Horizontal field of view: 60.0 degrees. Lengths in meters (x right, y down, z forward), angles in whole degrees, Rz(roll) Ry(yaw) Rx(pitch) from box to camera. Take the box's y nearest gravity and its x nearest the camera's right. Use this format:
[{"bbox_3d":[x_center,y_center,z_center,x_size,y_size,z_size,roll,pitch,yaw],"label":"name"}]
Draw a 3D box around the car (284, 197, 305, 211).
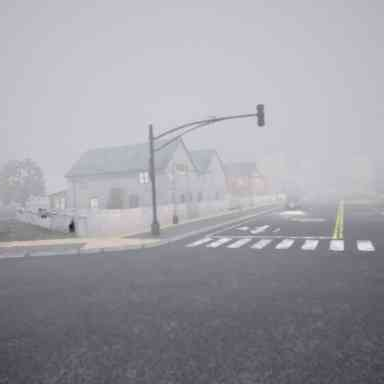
[{"bbox_3d":[11.934,1.321,38.685,2.128,1.511,4.902,-3,0,24],"label":"car"}]
